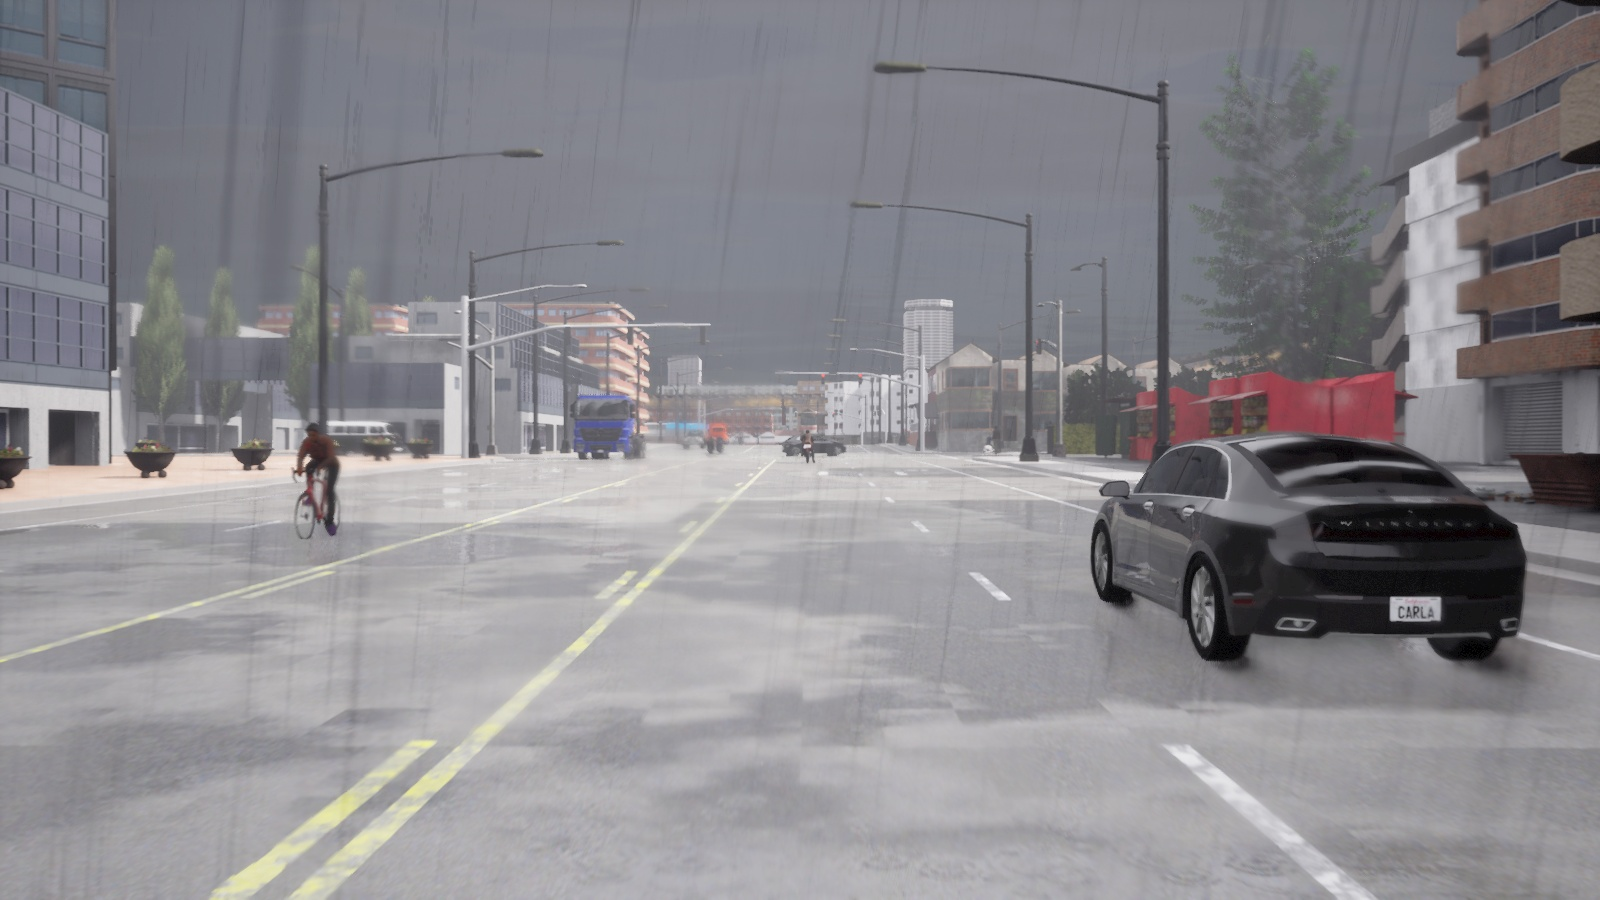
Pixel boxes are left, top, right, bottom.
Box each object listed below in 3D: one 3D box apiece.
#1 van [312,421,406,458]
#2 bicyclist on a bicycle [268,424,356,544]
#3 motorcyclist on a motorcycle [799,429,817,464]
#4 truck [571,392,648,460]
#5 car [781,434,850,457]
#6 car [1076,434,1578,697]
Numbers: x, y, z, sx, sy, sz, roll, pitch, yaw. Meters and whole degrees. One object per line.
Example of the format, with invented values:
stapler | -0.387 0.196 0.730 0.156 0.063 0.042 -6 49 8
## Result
van | -24.535 -0.581 69.922 4.480 2.038 2.069 0 0 1
bicyclist on a bicycle | -6.882 0.439 17.797 0.582 1.620 1.656 0 1 0
motorcyclist on a motorcycle | 0.346 -0.168 57.149 0.797 1.523 2.044 0 1 0
truck | -10.094 -1.239 67.472 2.891 3.462 7.936 0 0 0
car | 1.006 -0.302 81.858 4.193 1.474 1.816 0 0 -13
car | 3.571 0.637 9.689 1.837 1.490 4.892 0 1 0
